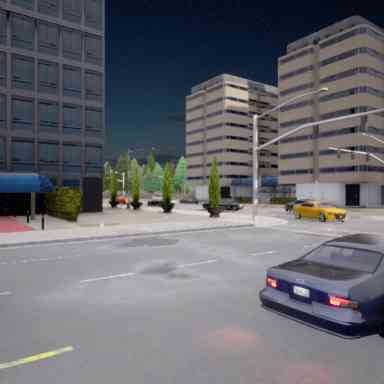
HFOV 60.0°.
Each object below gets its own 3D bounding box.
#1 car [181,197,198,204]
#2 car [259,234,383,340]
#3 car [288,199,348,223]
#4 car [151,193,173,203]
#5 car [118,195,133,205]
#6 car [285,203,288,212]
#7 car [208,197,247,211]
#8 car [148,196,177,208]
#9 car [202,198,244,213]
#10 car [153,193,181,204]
[{"bbox_3d":[-0.647,1.564,61.855,1.994,1.385,4.181,0,0,-34],"label":"car"},{"bbox_3d":[3.702,1.547,6.462,5.357,1.411,2.033,0,0,-35],"label":"car"},{"bbox_3d":[9.829,1.477,25.760,1.882,1.535,5.008,1,0,-15],"label":"car"},{"bbox_3d":[-6.367,1.223,69.982,2.150,2.045,5.566,0,0,-35],"label":"car"},{"bbox_3d":[-11.372,1.352,58.596,2.097,1.767,4.553,0,0,-35],"label":"car"},{"bbox_3d":[11.413,1.505,32.490,1.837,1.490,4.892,0,0,-39],"label":"car"},{"bbox_3d":[4.427,1.492,42.080,2.128,1.511,4.902,0,0,-35],"label":"car"},{"bbox_3d":[-4.669,1.601,48.965,1.895,1.301,4.718,0,0,-35],"label":"car"},{"bbox_3d":[3.280,1.600,37.617,1.895,1.301,4.718,0,0,-35],"label":"car"},{"bbox_3d":[-4.663,1.225,55.068,2.150,2.045,5.566,0,0,-35],"label":"car"}]
